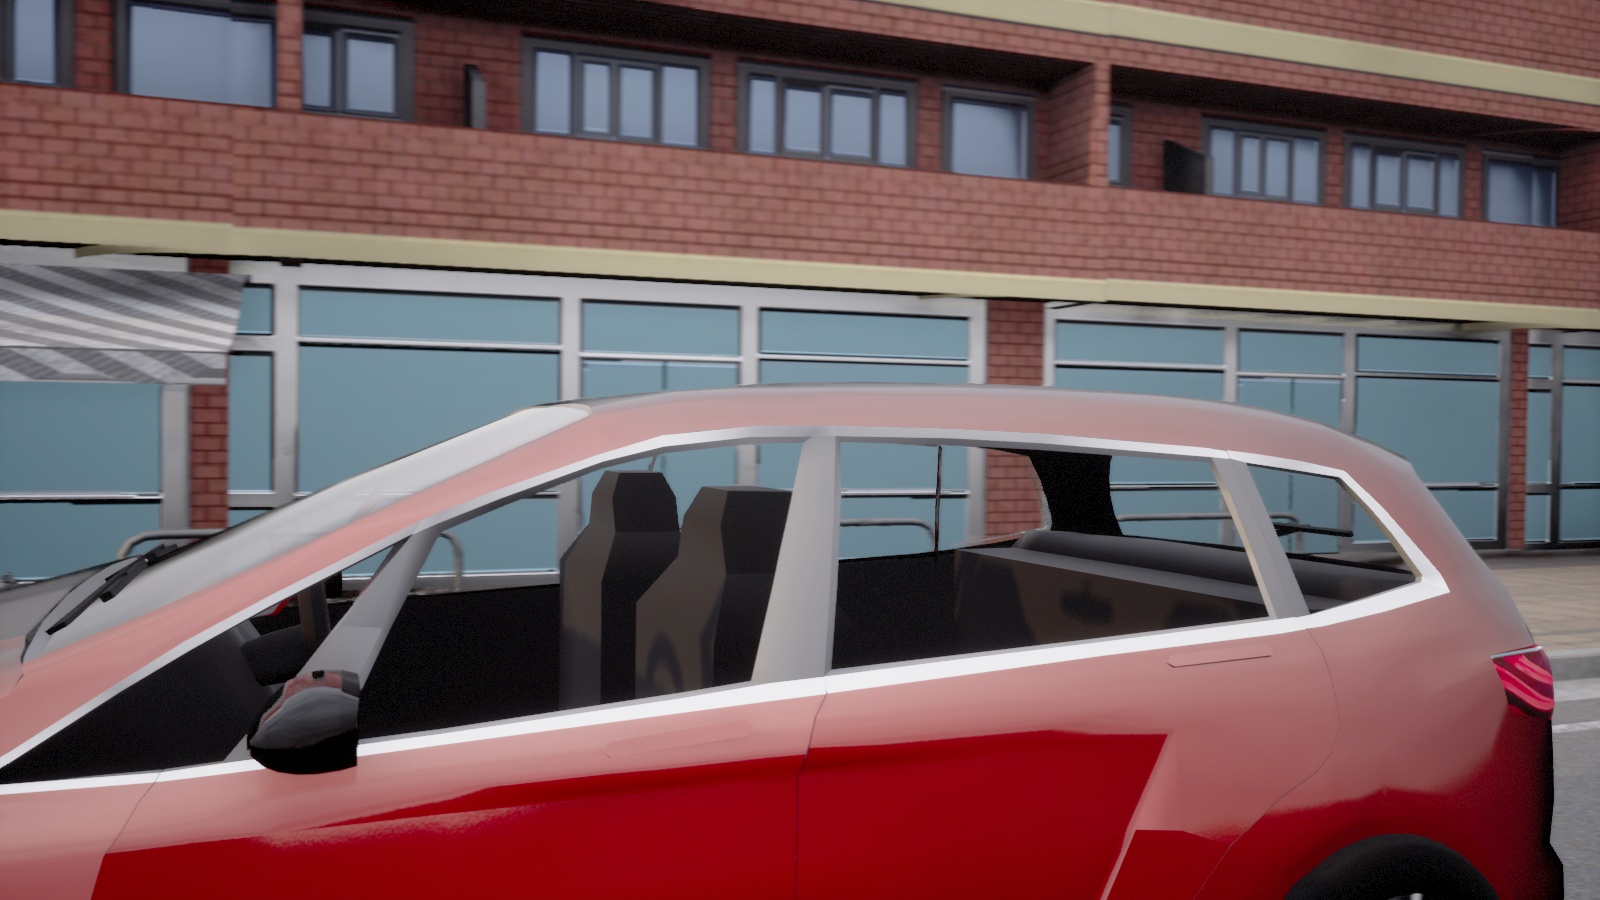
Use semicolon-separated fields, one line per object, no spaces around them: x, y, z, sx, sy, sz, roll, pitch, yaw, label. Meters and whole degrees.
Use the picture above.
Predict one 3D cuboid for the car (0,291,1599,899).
-0.481;0.598;3.055;4.611;1.667;2.242;-1;1;-21;car
